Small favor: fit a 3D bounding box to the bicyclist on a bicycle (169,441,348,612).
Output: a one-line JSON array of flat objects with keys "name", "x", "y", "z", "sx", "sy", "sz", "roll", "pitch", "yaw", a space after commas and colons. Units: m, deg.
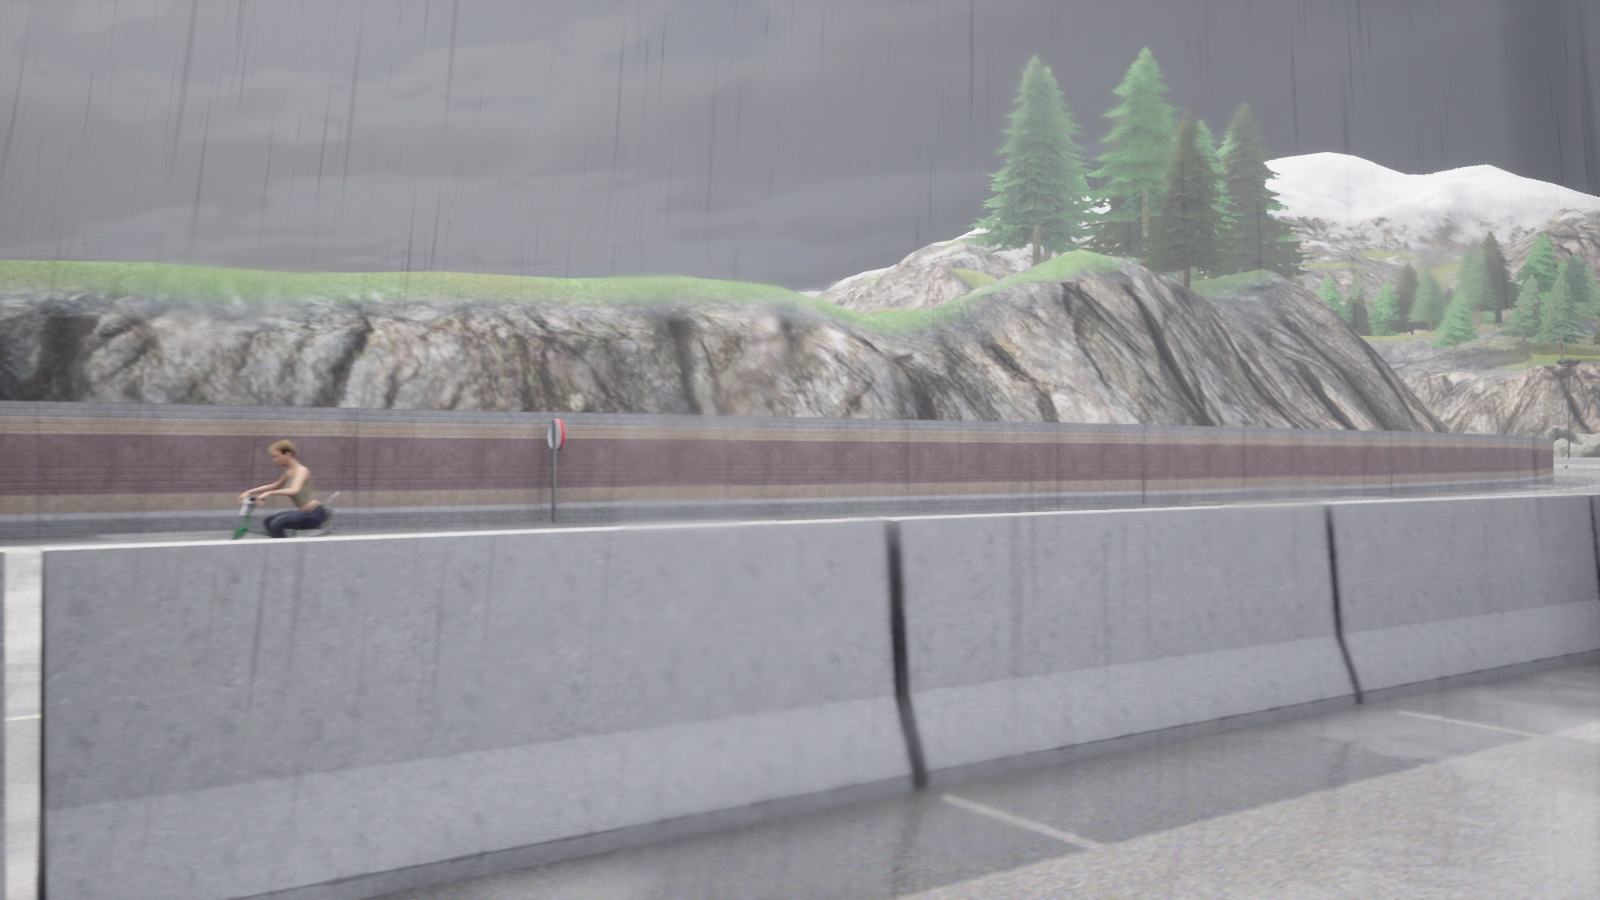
[{"name": "bicyclist on a bicycle", "x": -5.452, "y": 0.724, "z": 12.651, "sx": 1.509, "sy": 1.612, "sz": 0.866, "roll": 0, "pitch": 0, "yaw": -35}]
